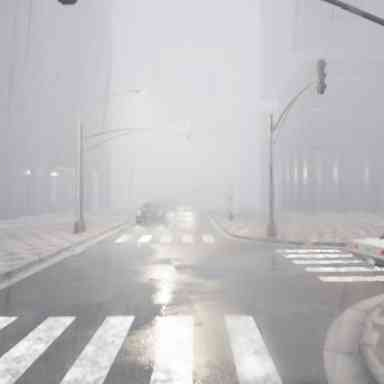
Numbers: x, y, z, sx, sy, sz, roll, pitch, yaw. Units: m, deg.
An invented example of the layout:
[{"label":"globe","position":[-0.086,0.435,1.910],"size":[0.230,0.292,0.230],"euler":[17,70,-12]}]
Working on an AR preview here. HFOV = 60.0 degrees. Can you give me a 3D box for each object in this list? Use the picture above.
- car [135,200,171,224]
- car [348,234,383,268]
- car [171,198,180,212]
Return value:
[{"label":"car","position":[-3.086,1.519,26.112],"size":[2.097,1.767,4.553],"euler":[0,0,0]},{"label":"car","position":[7.073,1.586,9.305],"size":[4.718,1.301,1.895],"euler":[0,-1,-7]},{"label":"car","position":[-3.072,1.761,42.479],"size":[2.128,1.511,4.902],"euler":[0,0,0]}]
